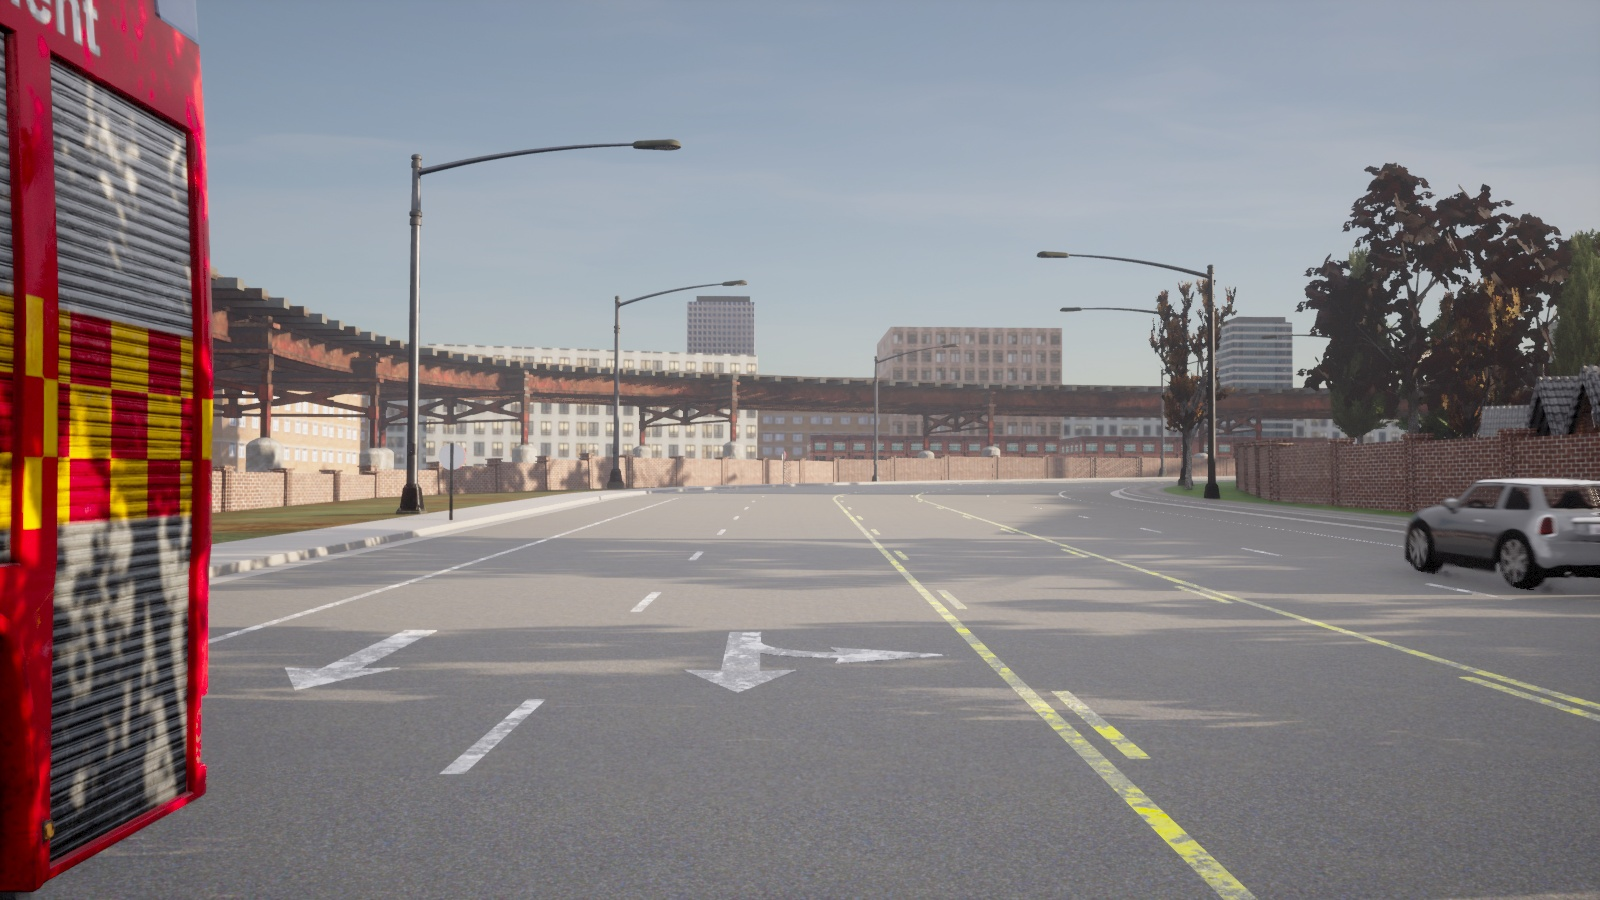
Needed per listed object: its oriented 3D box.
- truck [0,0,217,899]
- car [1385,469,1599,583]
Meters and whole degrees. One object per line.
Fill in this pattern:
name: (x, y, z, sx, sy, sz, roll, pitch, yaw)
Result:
truck: (-3.504, -0.332, 0.213, 2.891, 3.827, 8.468, 0, -1, 0)
car: (10.454, 1.022, 18.405, 1.970, 1.475, 3.806, 0, -1, 0)
